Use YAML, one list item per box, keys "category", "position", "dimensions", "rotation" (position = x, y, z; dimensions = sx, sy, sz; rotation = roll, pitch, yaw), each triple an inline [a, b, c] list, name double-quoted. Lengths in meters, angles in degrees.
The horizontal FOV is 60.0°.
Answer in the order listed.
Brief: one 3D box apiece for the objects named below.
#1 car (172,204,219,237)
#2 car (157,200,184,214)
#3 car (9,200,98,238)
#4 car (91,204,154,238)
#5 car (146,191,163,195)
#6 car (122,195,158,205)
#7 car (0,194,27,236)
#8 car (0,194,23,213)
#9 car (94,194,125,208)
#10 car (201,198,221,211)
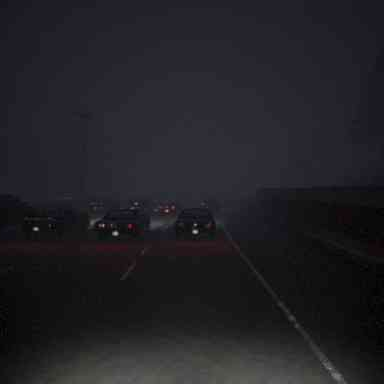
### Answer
- category: "car"
  position: [0.222, 1.499, 17.395]
  dimensions: [1.895, 1.301, 4.718]
  rotation: [0, 0, 2]
- category: "car"
  position: [-1.973, 1.413, 32.338]
  dimensions: [1.895, 1.301, 4.718]
  rotation: [0, 0, 8]
- category: "car"
  position: [-6.781, 1.393, 17.009]
  dimensions: [2.128, 1.511, 4.902]
  rotation: [0, 0, 1]
- category: "car"
  position: [-3.298, 1.503, 16.809]
  dimensions: [1.895, 1.301, 4.718]
  rotation: [0, 0, 1]
- category: "car"
  position: [-8.416, 0.787, 73.889]
  dimensions: [2.150, 2.045, 5.566]
  rotation: [0, 0, 23]
- category: "car"
  position: [-5.238, 1.307, 33.984]
  dimensions: [1.837, 1.490, 4.892]
  rotation: [0, 0, 8]
- category: "car"
  position: [-10.276, 1.120, 17.499]
  dimensions: [2.150, 2.045, 5.566]
  rotation: [0, 0, 2]
- category: "car"
  position: [-19.582, 1.157, 33.766]
  dimensions: [2.097, 1.767, 4.553]
  rotation: [0, 0, 8]
- category: "car"
  position: [-8.792, 1.295, 33.900]
  dimensions: [2.128, 1.511, 4.902]
  rotation: [0, 0, 8]
- category: "car"
  position: [1.976, 1.322, 34.922]
  dimensions: [1.812, 1.442, 4.674]
  rotation: [0, 0, 9]
